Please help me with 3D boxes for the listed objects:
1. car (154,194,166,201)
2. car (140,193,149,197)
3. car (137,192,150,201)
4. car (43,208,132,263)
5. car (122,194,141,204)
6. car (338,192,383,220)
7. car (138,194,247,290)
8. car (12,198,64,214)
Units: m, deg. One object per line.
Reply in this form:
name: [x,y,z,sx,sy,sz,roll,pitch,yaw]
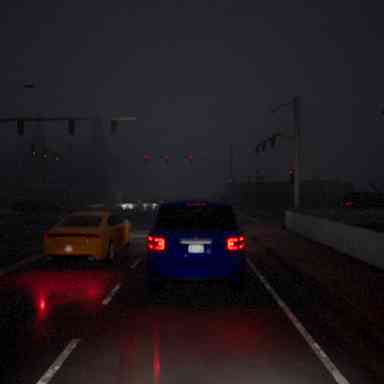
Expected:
car: [-6.790,1.100,70.732,2.033,1.411,5.357,0,0,0]
car: [-6.906,1.181,55.331,1.812,1.442,4.674,0,0,0]
car: [-10.289,0.913,71.053,2.097,1.767,4.553,0,0,0]
car: [-3.389,1.404,11.683,1.882,1.535,5.008,0,0,0]
car: [-10.408,1.146,55.494,2.128,1.511,4.902,0,0,0]
car: [14.300,1.062,25.700,5.566,2.045,2.150,0,0,2]
car: [0.089,1.164,9.057,2.150,2.045,5.566,0,0,0]
car: [-14.784,1.291,32.020,4.902,1.511,2.128,0,0,10]
